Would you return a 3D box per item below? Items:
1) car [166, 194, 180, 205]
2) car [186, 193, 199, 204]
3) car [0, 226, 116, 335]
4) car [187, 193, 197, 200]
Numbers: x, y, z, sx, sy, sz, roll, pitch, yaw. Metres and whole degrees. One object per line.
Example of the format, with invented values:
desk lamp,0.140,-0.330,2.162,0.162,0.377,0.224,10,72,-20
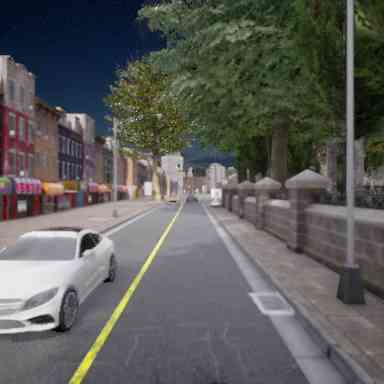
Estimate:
car,-2.737,1.098,49.443,1.882,1.535,5.008,0,0,0
car,0.017,1.055,53.735,2.128,1.511,4.902,-1,1,1
car,-2.848,1.498,6.881,1.812,1.442,4.674,0,0,0
car,0.018,0.918,69.966,1.895,1.301,4.718,0,0,0
